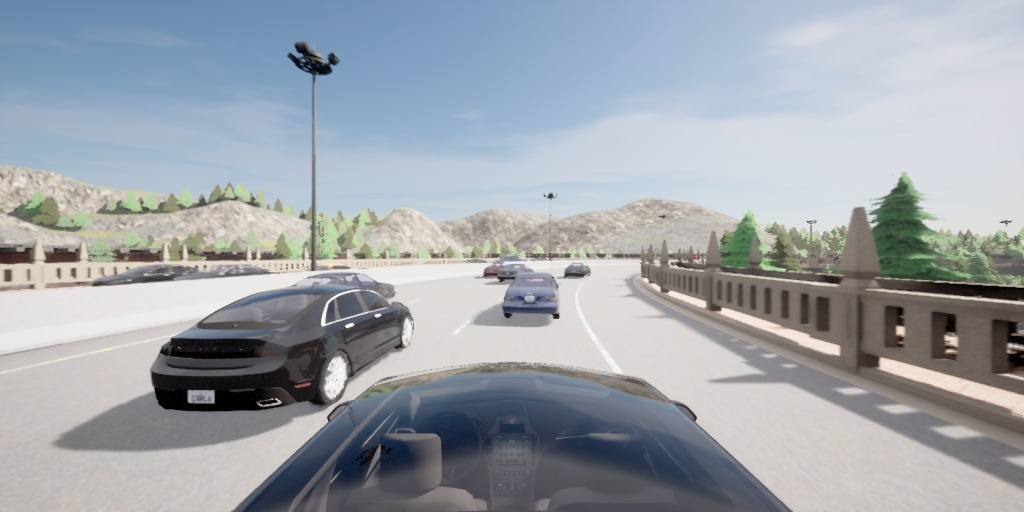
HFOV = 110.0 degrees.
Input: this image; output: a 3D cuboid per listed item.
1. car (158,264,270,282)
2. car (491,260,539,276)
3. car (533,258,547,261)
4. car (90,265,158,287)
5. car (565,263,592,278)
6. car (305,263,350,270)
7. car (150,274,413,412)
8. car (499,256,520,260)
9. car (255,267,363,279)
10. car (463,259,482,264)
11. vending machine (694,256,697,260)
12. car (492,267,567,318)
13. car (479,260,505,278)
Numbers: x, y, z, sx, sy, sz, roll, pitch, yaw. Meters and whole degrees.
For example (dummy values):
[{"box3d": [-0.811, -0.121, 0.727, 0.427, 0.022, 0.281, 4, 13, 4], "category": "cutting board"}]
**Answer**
[{"box3d": [-15.901, 1.221, 19.949, 2.128, 1.511, 4.902, 0, 0, 10], "category": "car"}, {"box3d": [0.418, 1.294, 27.890, 2.033, 1.411, 5.357, 0, 0, 17], "category": "car"}, {"box3d": [4.324, 1.097, 60.015, 2.097, 1.767, 4.553, 0, 0, 35], "category": "car"}, {"box3d": [-19.501, 1.230, 19.578, 1.837, 1.490, 4.892, 0, 0, 9], "category": "car"}, {"box3d": [6.262, 1.316, 33.879, 1.994, 1.385, 4.181, 0, 0, 21], "category": "car"}, {"box3d": [-11.803, 1.211, 22.809, 1.882, 1.535, 5.008, 0, 0, 12], "category": "car"}, {"box3d": [-3.209, 1.251, 6.235, 1.837, 1.490, 4.892, 0, 0, 2], "category": "car"}, {"box3d": [-0.744, 0.958, 58.870, 2.150, 2.045, 5.566, 0, 0, 33], "category": "car"}, {"box3d": [-6.182, 1.289, 13.091, 2.033, 1.411, 5.357, 0, 0, 7], "category": "car"}, {"box3d": [-5.931, 1.239, 57.057, 1.837, 1.490, 4.892, 0, 0, 31], "category": "car"}, {"box3d": [27.545, 0.967, 54.329, 1.100, 2.100, 0.880, 0, 0, 41], "category": "vending machine"}, {"box3d": [0.834, 1.297, 12.992, 2.033, 1.411, 5.357, 0, 0, 7], "category": "car"}, {"box3d": [-1.160, 1.308, 34.028, 1.994, 1.385, 4.181, 0, 0, 19], "category": "car"}]
